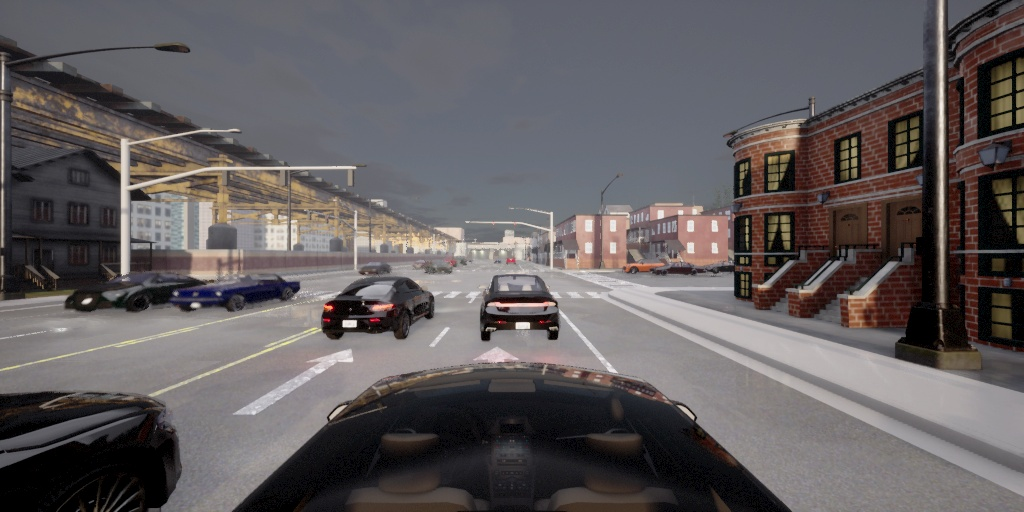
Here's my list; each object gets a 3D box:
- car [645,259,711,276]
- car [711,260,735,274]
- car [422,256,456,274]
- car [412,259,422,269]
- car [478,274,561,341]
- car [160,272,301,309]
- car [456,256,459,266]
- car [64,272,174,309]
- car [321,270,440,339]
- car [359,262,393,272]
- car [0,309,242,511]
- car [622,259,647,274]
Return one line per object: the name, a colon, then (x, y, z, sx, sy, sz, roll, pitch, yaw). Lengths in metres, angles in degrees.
car: (16.899, 1.297, 36.715, 5.357, 1.411, 2.033, 0, 0, 0)
car: (23.890, 1.241, 40.226, 4.902, 1.511, 2.128, 0, 0, 0)
car: (-8.196, 1.102, 39.831, 2.097, 1.767, 4.553, 0, 0, -25)
car: (-14.238, 1.277, 56.433, 1.812, 1.442, 4.674, 0, 1, 0)
car: (0.092, 1.242, 9.902, 2.128, 1.511, 4.902, 0, 0, -3)
car: (-10.635, 1.351, 14.248, 1.895, 1.301, 4.718, 0, 0, 0)
car: (-10.741, 0.971, 60.220, 2.150, 2.045, 5.566, 0, 0, 0)
car: (-14.134, 1.314, 13.912, 1.994, 1.385, 4.181, 0, 0, 0)
car: (-3.450, 1.276, 9.935, 1.812, 1.442, 4.674, 0, 0, 0)
car: (-14.201, 1.297, 37.680, 2.033, 1.411, 5.357, 0, 0, 0)
car: (-3.395, 1.242, 0.668, 2.128, 1.511, 4.902, 0, 0, 0)
car: (14.743, 1.102, 40.198, 4.553, 1.767, 2.097, 0, 0, 0)
